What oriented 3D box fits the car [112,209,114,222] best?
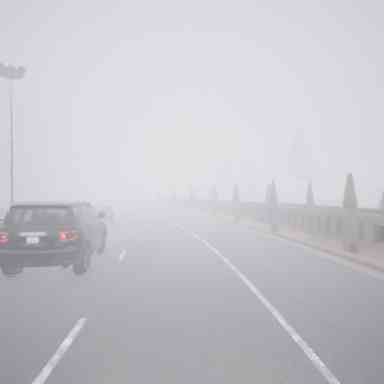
[{"bbox_3d":[-7.350,1.730,26.857,1.895,1.301,4.718,0,0,-16],"label":"car"}]

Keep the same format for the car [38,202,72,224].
[{"bbox_3d":[-11.270,1.653,27.782,2.128,1.511,4.902,0,0,-16],"label":"car"}]

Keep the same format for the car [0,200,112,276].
[{"bbox_3d":[-4.183,1.275,10.812,2.150,2.045,5.566,0,0,-6],"label":"car"}]
